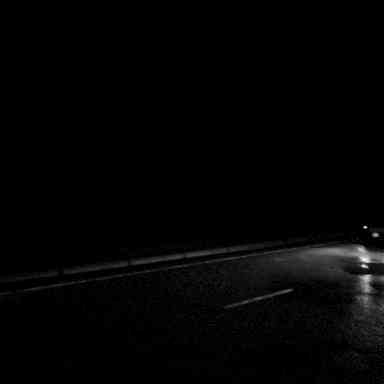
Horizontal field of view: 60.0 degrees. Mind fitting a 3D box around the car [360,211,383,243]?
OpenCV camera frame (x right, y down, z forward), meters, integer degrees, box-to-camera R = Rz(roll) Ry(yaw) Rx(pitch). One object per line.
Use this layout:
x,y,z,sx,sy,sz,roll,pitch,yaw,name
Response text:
9.540,1.499,15.089,4.902,1.511,2.128,0,0,-35,car
